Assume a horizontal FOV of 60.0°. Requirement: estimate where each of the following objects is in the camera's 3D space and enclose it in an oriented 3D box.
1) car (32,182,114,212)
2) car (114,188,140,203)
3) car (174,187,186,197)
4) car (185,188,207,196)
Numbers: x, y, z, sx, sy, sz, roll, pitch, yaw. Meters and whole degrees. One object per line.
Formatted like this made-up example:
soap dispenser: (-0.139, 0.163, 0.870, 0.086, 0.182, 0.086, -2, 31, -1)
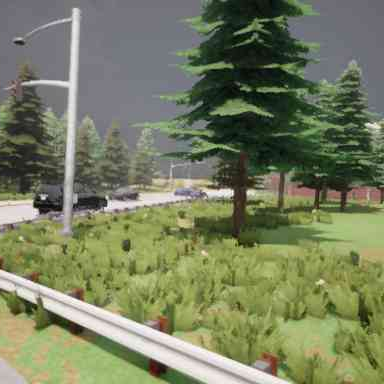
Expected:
car: (-7.737, 0.425, 21.691, 2.150, 2.045, 5.566, 4, 2, 18)
car: (-7.315, 0.275, 36.140, 1.882, 1.535, 5.008, 4, 2, 16)
car: (-1.615, -0.050, 57.586, 1.882, 1.535, 5.008, 4, 1, 14)
car: (1.012, 0.283, 53.461, 2.033, 1.411, 5.357, 4, 2, 15)
